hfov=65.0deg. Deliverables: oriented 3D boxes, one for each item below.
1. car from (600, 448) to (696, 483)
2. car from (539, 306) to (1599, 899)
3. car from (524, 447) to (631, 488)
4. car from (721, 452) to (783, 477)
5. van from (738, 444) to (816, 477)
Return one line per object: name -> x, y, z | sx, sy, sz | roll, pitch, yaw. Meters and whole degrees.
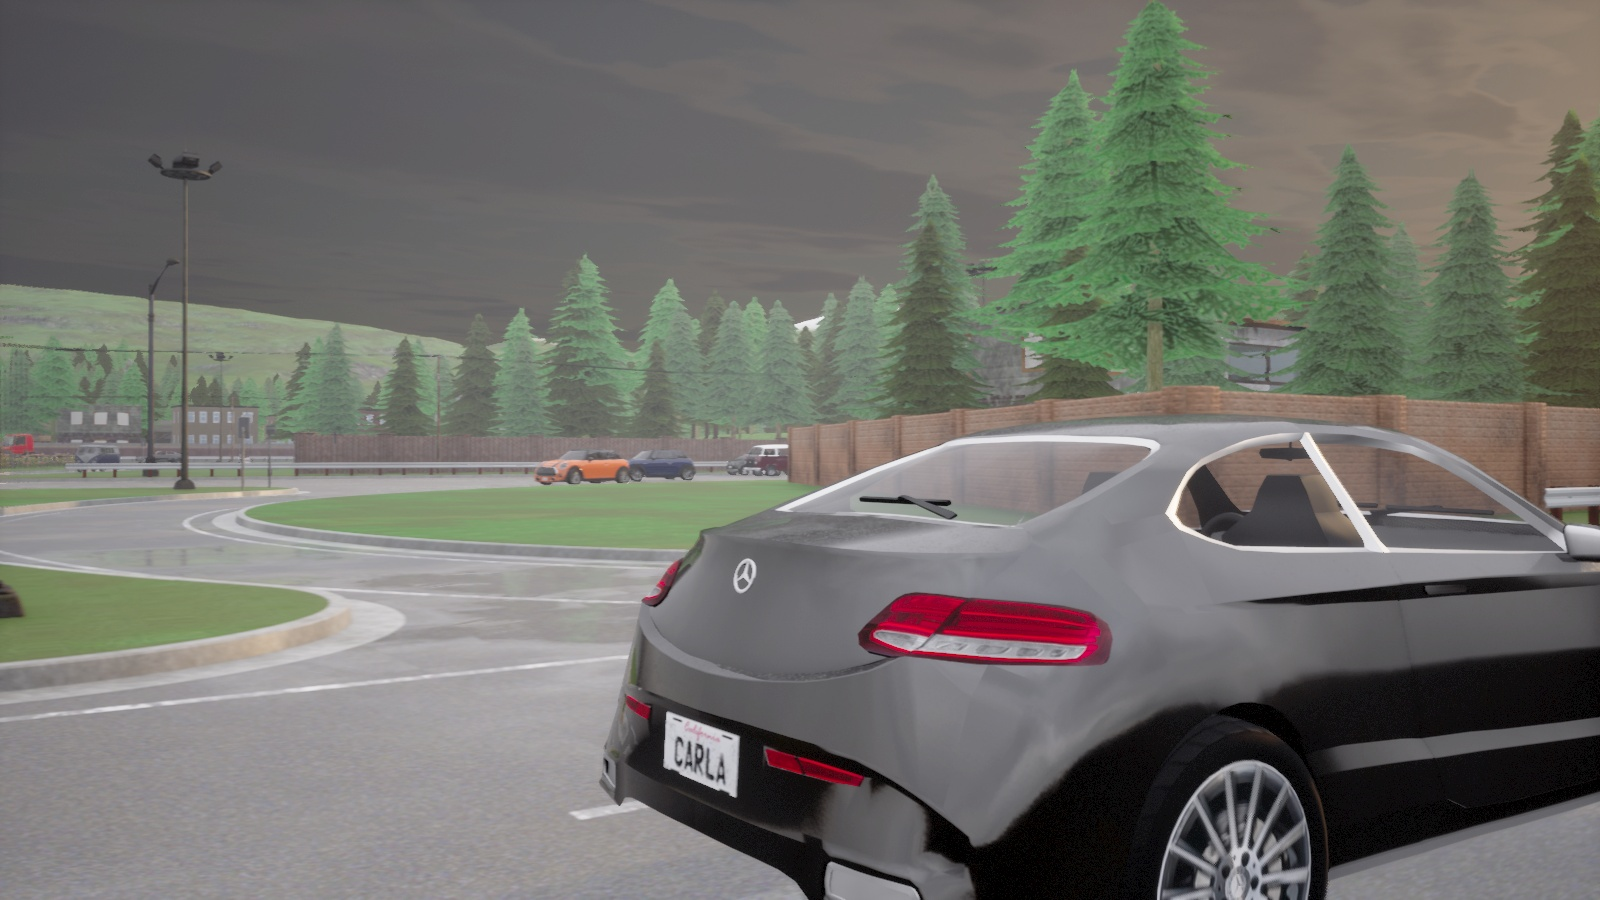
car -> -7.961, 0.779, 65.947 | 4.553, 1.767, 2.097 | 0, 0, -35
car -> 1.778, 0.531, 4.893 | 5.027, 1.651, 2.152 | 0, 0, -35
car -> -10.050, 0.764, 57.013 | 2.097, 1.767, 4.553 | 0, 0, 37
car -> -3.135, 0.928, 82.126 | 3.705, 1.549, 1.789 | 0, 0, -35
van -> -1.445, 0.662, 79.038 | 4.480, 2.038, 2.069 | 0, 0, -35
